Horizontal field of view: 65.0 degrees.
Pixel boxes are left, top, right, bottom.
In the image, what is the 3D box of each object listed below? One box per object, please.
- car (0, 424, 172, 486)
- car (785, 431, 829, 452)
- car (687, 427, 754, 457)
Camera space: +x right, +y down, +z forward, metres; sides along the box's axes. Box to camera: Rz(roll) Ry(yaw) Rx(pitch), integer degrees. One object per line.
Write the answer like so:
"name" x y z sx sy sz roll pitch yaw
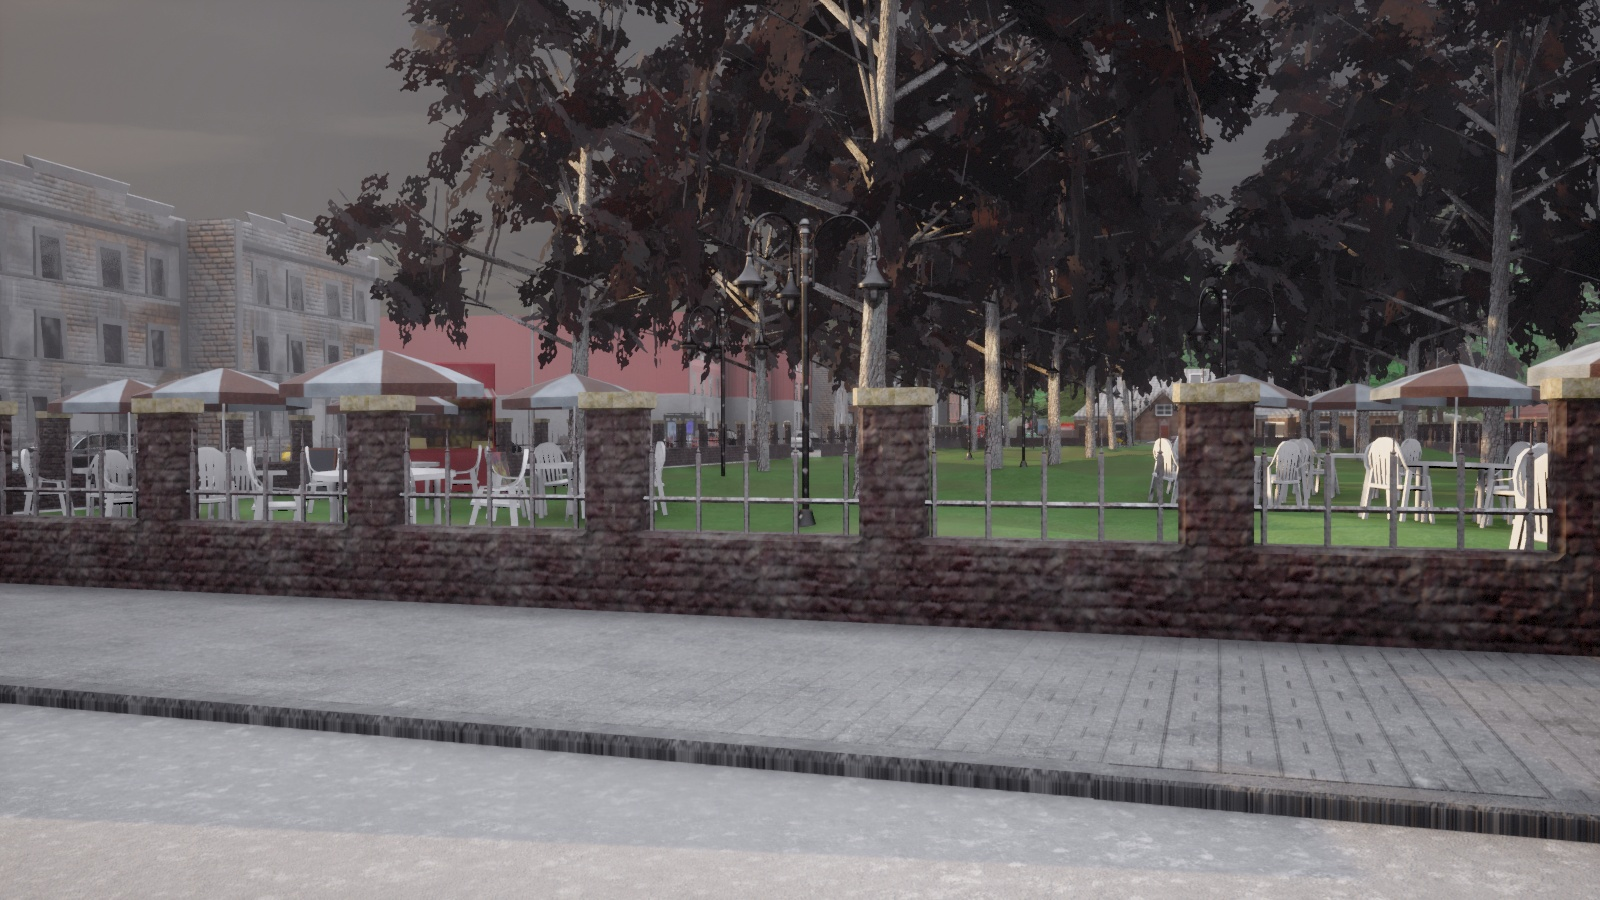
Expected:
"car" -20.779 0.100 36.110 2.033 1.649 4.856 1 1 18
"car" 0.499 -0.605 87.355 1.970 1.475 3.806 1 1 19
"car" -4.545 -0.503 72.242 2.242 1.667 4.611 1 1 19
